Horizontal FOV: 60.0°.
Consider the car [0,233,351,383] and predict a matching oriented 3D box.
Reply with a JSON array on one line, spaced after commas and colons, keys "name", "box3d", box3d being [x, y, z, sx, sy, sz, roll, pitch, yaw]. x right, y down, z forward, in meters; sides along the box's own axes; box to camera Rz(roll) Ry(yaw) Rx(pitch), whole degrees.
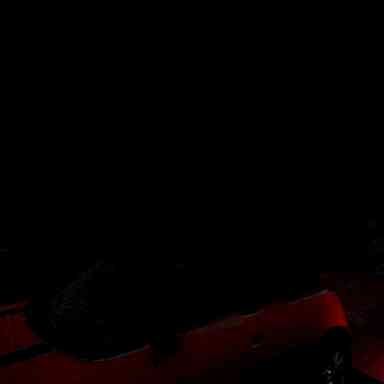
[{"name": "car", "box3d": [-0.407, 1.385, 3.406, 4.553, 1.767, 2.097, 1, -1, -36]}]
